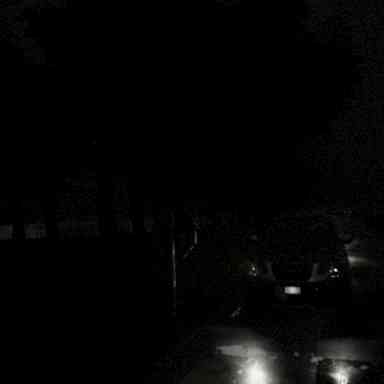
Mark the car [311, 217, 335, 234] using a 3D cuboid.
[{"bbox_3d":[12.190,3.045,30.885,1.895,1.301,4.718,-4,-4,22],"label":"car"}]

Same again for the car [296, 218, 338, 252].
[{"bbox_3d":[7.278,2.378,19.208,1.882,1.535,5.008,-4,-4,22],"label":"car"}]

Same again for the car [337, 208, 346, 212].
[{"bbox_3d":[35.343,4.930,78.882,2.150,2.045,5.566,-4,-4,22],"label":"car"}]

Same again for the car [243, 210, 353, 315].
[{"bbox_3d":[2.981,1.668,8.989,2.150,2.045,5.566,-4,-4,22],"label":"car"}]
